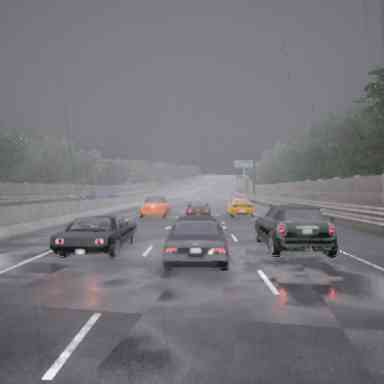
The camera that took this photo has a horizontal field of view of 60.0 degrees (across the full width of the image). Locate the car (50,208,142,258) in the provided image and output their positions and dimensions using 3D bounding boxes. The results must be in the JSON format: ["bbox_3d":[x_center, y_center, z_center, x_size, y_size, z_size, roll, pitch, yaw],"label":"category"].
[{"bbox_3d":[-3.304,1.500,12.236,1.895,1.301,4.718,0,0,2],"label":"car"}]

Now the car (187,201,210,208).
[{"bbox_3d":[0.553,1.417,27.089,1.895,1.301,4.718,0,0,2],"label":"car"}]

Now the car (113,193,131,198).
[{"bbox_3d":[-12.078,1.170,60.120,2.033,1.411,5.357,0,0,4],"label":"car"}]

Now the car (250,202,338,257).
[{"bbox_3d":[3.711,1.251,12.646,2.097,1.767,4.553,0,0,2],"label":"car"}]

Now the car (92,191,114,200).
[{"bbox_3d":[-15.581,0.840,60.169,2.150,2.045,5.566,0,0,4],"label":"car"}]

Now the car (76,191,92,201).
[{"bbox_3d":[-19.074,0.836,60.332,2.150,2.045,5.566,0,0,4],"label":"car"}]

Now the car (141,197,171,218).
[{"bbox_3d":[-2.924,1.162,27.679,2.097,1.767,4.553,0,0,2],"label":"car"}]

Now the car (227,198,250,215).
[{"bbox_3d":[4.124,1.286,28.796,1.882,1.535,5.008,0,1,2],"label":"car"}]

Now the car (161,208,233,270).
[{"bbox_3d":[0.153,1.459,10.625,2.033,1.411,5.357,0,0,2],"label":"car"}]
